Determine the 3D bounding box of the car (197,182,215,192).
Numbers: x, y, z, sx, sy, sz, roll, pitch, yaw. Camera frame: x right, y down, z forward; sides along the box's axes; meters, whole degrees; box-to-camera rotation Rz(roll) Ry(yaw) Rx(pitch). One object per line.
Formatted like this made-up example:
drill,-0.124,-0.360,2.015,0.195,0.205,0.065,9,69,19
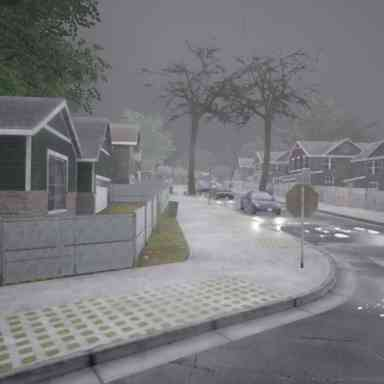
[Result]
car,1.888,-0.608,49.290,1.882,1.535,5.008,1,3,-6

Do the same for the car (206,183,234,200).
car,3.212,0.086,36.201,2.033,1.411,5.357,1,3,-6

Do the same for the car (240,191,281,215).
car,4.582,0.703,22.904,1.812,1.442,4.674,1,3,-6
